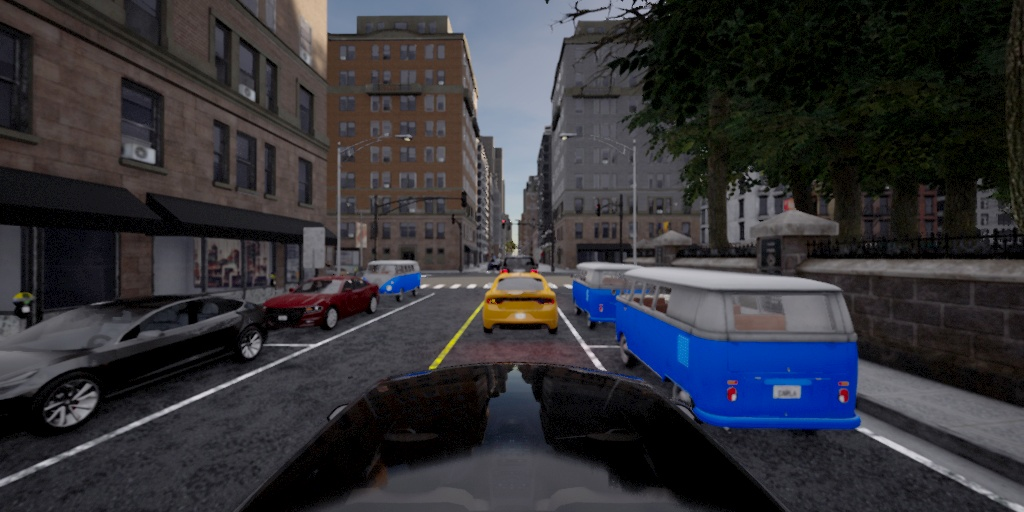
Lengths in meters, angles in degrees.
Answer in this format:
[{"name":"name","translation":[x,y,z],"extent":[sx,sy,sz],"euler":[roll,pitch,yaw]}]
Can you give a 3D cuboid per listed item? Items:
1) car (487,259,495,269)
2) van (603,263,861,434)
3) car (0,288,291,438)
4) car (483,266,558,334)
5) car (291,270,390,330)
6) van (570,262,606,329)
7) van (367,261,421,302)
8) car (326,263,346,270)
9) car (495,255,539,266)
[{"name":"car","translation":[-2.208,1.134,49.974],"extent":[2.097,1.767,4.553],"euler":[0,0,2]},{"name":"van","translation":[2.727,1.094,5.355],"extent":[1.690,1.789,3.998],"euler":[0,0,1]},{"name":"car","translation":[-5.796,1.320,5.530],"extent":[1.948,1.339,4.313],"euler":[0,0,1]},{"name":"car","translation":[0.247,1.236,10.764],"extent":[1.882,1.535,5.008],"euler":[0,0,1]},{"name":"car","translation":[-5.672,1.303,11.188],"extent":[1.888,1.381,4.507],"euler":[0,0,1]},{"name":"van","translation":[2.851,1.099,11.011],"extent":[1.690,1.789,3.998],"euler":[0,0,1]},{"name":"van","translation":[-5.548,1.103,16.847],"extent":[1.690,1.789,3.998],"euler":[0,0,1]},{"name":"car","translation":[-16.146,1.307,28.995],"extent":[5.357,1.411,2.033],"euler":[0,0,1]},{"name":"car","translation":[0.371,0.984,20.720],"extent":[2.150,2.045,5.566],"euler":[0,0,0]}]
